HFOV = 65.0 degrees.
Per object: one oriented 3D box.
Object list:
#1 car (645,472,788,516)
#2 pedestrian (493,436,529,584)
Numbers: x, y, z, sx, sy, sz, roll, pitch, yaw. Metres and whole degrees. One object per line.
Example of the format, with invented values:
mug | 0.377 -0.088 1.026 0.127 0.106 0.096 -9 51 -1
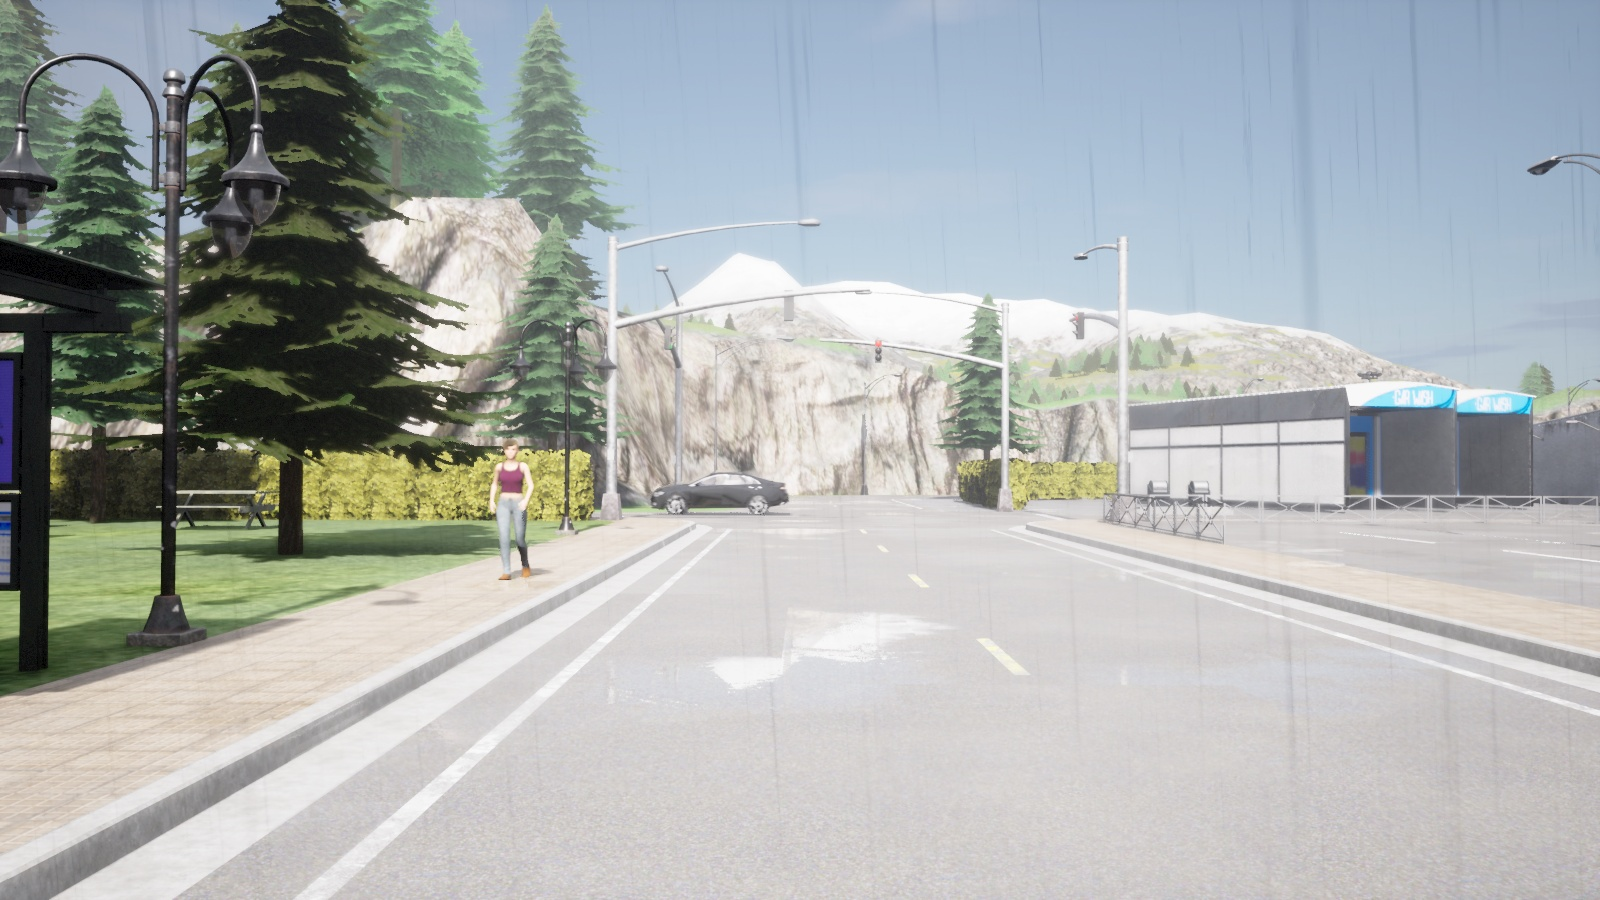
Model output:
car | -2.891 1.527 44.468 4.902 1.511 2.128 0 -1 1
pedestrian | -3.669 0.752 15.972 0.345 1.836 0.594 0 -1 -2
